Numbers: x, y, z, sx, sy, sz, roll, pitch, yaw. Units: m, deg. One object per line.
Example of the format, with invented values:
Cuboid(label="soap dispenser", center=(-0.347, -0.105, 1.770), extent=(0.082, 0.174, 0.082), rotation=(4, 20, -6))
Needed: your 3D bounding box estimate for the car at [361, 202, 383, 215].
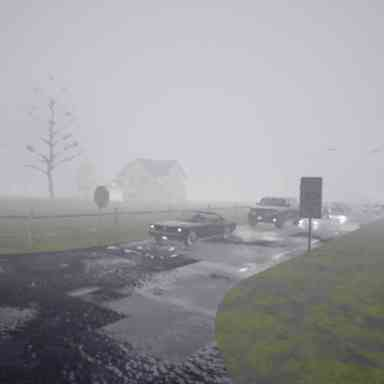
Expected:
Cuboid(label="car", center=(22.829, 2.138, 42.257), extent=(1.895, 1.301, 4.718), rotation=(2, 1, 35))

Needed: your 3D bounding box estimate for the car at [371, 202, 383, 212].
Cuboid(label="car", center=(28.666, 2.227, 50.498), extent=(1.994, 1.385, 4.181), rotation=(2, 1, 35))

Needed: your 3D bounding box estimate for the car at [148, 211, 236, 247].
Cuboid(label="car", center=(0.150, 1.579, 15.289), extent=(1.895, 1.301, 4.718), rotation=(2, 1, 35))

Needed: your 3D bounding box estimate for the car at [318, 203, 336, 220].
Cuboid(label="car", center=(11.834, 1.794, 31.792), extent=(2.033, 1.411, 5.357), rotation=(2, 1, 35))

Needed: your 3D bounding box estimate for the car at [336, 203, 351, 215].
Cuboid(label="car", center=(17.773, 1.979, 40.125), extent=(1.895, 1.301, 4.718), rotation=(2, 1, 36))

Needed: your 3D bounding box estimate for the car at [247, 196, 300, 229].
Cuboid(label="car", center=(5.918, 1.334, 23.420), extent=(2.150, 2.045, 5.566), rotation=(2, 1, 36))
